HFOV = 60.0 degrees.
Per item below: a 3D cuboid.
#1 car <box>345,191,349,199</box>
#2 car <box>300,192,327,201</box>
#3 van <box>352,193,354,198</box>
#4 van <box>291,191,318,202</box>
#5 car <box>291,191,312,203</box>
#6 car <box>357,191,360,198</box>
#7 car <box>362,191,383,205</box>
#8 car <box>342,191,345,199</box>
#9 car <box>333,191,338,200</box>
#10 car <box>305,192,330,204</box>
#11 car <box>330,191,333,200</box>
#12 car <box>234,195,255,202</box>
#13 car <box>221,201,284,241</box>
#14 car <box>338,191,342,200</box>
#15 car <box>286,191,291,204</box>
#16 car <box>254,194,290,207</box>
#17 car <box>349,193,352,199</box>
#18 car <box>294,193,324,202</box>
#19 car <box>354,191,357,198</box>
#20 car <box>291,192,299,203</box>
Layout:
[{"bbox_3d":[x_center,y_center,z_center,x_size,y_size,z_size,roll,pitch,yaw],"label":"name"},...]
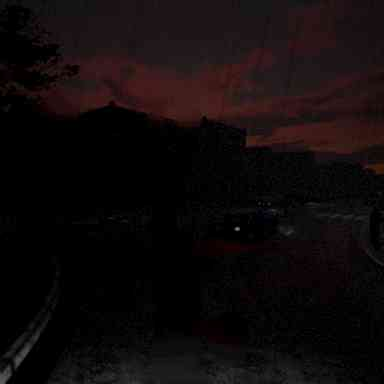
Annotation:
[{"bbox_3d":[33.251,0.983,78.042,4.892,1.521,2.231,1,1,39],"label":"car"},{"bbox_3d":[24.587,0.941,67.318,4.553,1.767,2.185,1,1,39],"label":"car"},{"bbox_3d":[36.870,0.730,82.364,4.442,1.987,1.878,1,1,39],"label":"van"},{"bbox_3d":[21.249,0.883,62.925,4.442,1.987,1.878,1,1,39],"label":"van"},{"bbox_3d":[19.574,1.129,60.735,5.366,1.575,1.946,1,1,39],"label":"car"},{"bbox_3d":[40.009,0.927,86.759,5.366,1.575,1.946,1,1,39],"label":"car"},{"bbox_3d":[29.543,1.004,53.538,2.150,2.045,5.566,1,1,39],"label":"car"},{"bbox_3d":[31.524,0.997,75.893,4.892,1.521,2.231,1,1,39],"label":"car"},{"bbox_3d":[28.090,0.904,71.577,4.553,1.767,2.185,1,1,39],"label":"car"},{"bbox_3d":[20.860,1.199,55.224,1.994,1.385,4.181,1,1,39],"label":"car"},{"bbox_3d":[26.314,0.922,69.467,4.553,1.767,2.185,1,1,39],"label":"car"},{"bbox_3d":[9.062,1.242,47.956,5.008,1.535,2.097,1,1,39],"label":"car"},{"bbox_3d":[3.036,1.447,16.656,1.882,1.535,5.008,1,0,25],"label":"car"},{"bbox_3d":[29.797,1.013,73.743,4.892,1.521,2.231,1,1,39],"label":"car"},{"bbox_3d":[12.544,1.087,52.230,4.553,1.767,2.185,1,1,39],"label":"car"},{"bbox_3d":[10.188,1.331,42.098,1.837,1.490,4.892,1,1,39],"label":"car"},{"bbox_3d":[34.977,0.968,80.190,4.892,1.521,2.231,1,1,39],"label":"car"},{"bbox_3d":[22.880,1.087,65.154,5.008,1.535,2.097,1,1,39],"label":"car"},{"bbox_3d":[38.428,0.983,84.491,4.674,1.452,2.002,1,1,39],"label":"car"},{"bbox_3d":[14.244,1.196,54.408,4.892,1.521,2.231,1,1,39],"label":"car"}]
